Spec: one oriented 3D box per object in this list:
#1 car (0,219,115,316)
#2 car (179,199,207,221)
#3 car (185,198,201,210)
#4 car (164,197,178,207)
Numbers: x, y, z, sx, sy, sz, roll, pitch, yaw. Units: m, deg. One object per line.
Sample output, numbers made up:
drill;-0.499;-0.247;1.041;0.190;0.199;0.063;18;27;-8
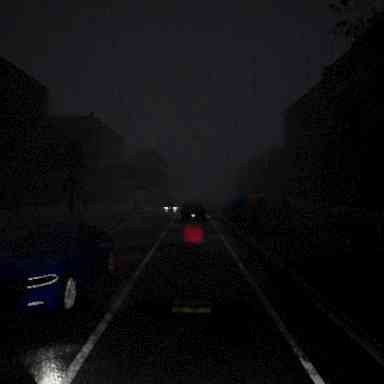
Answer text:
car;-3.102;1.427;7.559;1.882;1.535;5.008;0;-2;0
car;0.090;1.458;26.393;1.837;1.490;4.892;0;0;0
car;0.081;1.523;43.001;1.994;1.385;4.181;0;0;0
car;-3.104;1.522;50.050;2.033;1.411;5.357;0;0;0
